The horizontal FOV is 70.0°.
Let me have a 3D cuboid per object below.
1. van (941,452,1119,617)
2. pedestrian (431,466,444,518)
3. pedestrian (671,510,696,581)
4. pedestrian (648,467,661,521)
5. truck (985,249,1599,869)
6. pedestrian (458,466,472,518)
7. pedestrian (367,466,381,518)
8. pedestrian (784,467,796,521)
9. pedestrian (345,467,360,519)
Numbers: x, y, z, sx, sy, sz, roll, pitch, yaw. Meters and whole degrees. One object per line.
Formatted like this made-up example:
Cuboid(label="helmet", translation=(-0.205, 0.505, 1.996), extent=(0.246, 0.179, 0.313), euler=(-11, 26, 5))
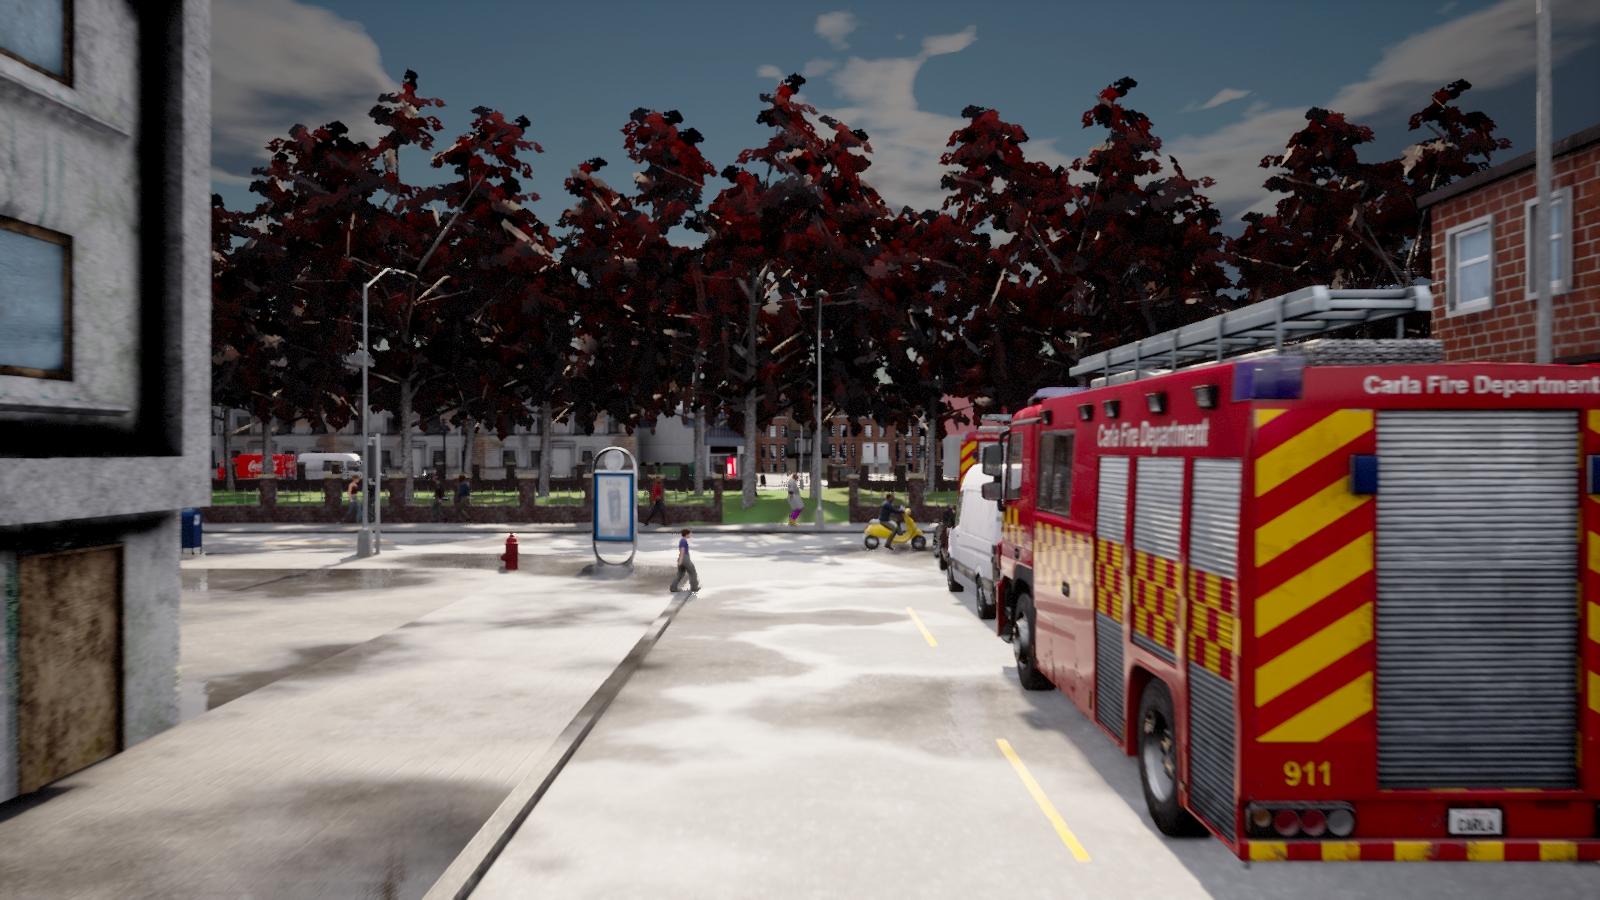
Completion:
Cuboid(label="van", translation=(3.940, 1.314, 20.691), extent=(1.988, 2.561, 5.915), euler=(0, 0, 0))
Cuboid(label="pedestrian", translation=(-13.132, 1.523, 41.418), extent=(0.375, 1.860, 0.375), euler=(0, 0, -1))
Cuboid(label="pedestrian", translation=(-2.200, 1.804, 21.631), extent=(0.375, 1.300, 0.375), euler=(0, 0, -24))
Cuboid(label="pedestrian", translation=(-5.066, 1.523, 39.849), extent=(0.375, 1.860, 0.375), euler=(0, 0, 3))
Cuboid(label="truck", translation=(3.968, 0.671, 11.294), extent=(2.891, 3.827, 8.468), euler=(0, 0, 0))
Cuboid(label="pedestrian", translation=(-12.144, 1.525, 41.446), extent=(0.375, 1.860, 0.375), euler=(0, 0, 0))
Cuboid(label="pedestrian", translation=(-15.438, 1.525, 41.422), extent=(0.375, 1.860, 0.375), euler=(0, 0, -1))
Cuboid(label="pedestrian", translation=(-0.356, 1.523, 39.835), extent=(0.375, 1.860, 0.375), euler=(0, 0, -5))
Cuboid(label="pedestrian", translation=(-15.992, 1.525, 40.843), extent=(0.375, 1.860, 0.375), euler=(0, 0, 12))
